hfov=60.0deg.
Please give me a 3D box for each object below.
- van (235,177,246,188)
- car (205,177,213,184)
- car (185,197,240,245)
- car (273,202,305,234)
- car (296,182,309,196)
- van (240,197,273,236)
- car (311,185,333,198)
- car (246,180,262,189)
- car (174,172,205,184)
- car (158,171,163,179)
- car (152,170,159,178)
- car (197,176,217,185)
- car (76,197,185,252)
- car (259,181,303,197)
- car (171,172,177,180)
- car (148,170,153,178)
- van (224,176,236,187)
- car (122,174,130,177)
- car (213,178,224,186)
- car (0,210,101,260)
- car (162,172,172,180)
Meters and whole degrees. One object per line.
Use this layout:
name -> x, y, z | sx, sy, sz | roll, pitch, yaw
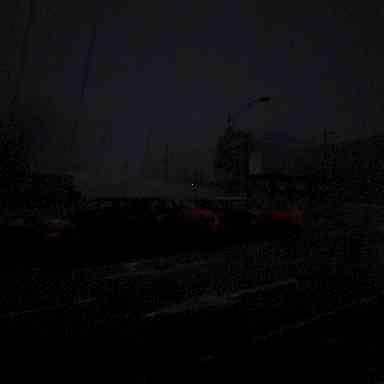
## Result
van -> 10.159, -1.615, 59.991 | 1.878, 1.987, 4.442 | 7, 4, 35
car -> 5.002, -2.169, 67.499 | 2.002, 1.452, 4.674 | 7, 4, 35
car -> -0.888, 1.232, 15.831 | 5.566, 2.045, 2.435 | -1, -1, 35
car -> 4.051, 1.353, 19.265 | 4.553, 1.767, 2.185 | -1, -1, 35
car -> 17.159, -0.550, 50.264 | 2.435, 2.045, 5.566 | 7, 3, 35
van -> 1.646, 1.254, 17.508 | 4.442, 1.987, 1.878 | -1, -1, 35
car -> 18.858, 0.013, 47.798 | 2.002, 1.452, 4.674 | 7, 3, 35
car -> 11.927, -1.117, 57.635 | 2.231, 1.521, 4.892 | 7, 3, 35
car -> -0.493, -2.164, 59.627 | 2.128, 1.511, 4.902 | 2, 4, -36
car -> -5.536, -3.977, 82.164 | 2.185, 1.767, 4.553 | 6, 3, 34
car -> -7.273, -4.212, 84.629 | 2.185, 1.767, 4.553 | 4, 1, 33
car -> 3.252, -2.443, 69.956 | 2.002, 1.452, 4.674 | 7, 3, 35
car -> -3.396, 1.235, 14.119 | 5.566, 2.045, 2.435 | -1, 0, 35
car -> 11.401, -0.201, 43.061 | 1.895, 1.301, 4.718 | 2, 4, -36
car -> -1.876, -3.303, 77.450 | 1.946, 1.575, 5.366 | 7, 3, 34
car -> -9.052, -4.489, 86.971 | 2.435, 2.045, 5.566 | 1, -1, 34
van -> 8.423, -1.889, 62.457 | 1.878, 1.987, 4.442 | 7, 4, 35
car -> -18.431, -4.254, 91.957 | 1.895, 1.301, 4.718 | 2, -3, -21
car -> 6.841, -1.938, 65.184 | 1.946, 1.575, 5.366 | 7, 3, 35
car -> -5.818, 1.528, 12.355 | 4.674, 1.452, 2.002 | -1, 0, 35
car -> -3.734, -3.825, 79.703 | 2.435, 2.045, 5.566 | 7, 4, 34
